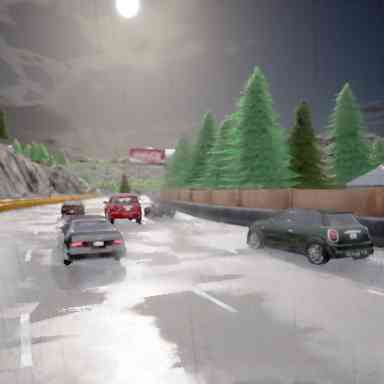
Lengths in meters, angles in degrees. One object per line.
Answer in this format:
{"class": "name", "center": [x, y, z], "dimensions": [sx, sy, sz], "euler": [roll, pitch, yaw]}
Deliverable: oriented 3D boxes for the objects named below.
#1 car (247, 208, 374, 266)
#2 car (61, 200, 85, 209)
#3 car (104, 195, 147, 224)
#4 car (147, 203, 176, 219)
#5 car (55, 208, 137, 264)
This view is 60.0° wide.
{"class": "car", "center": [3.968, 1.359, 12.049], "dimensions": [2.097, 1.767, 4.553], "euler": [0, 0, -27]}
{"class": "car", "center": [-10.788, 1.469, 30.170], "dimensions": [1.882, 1.535, 5.008], "euler": [0, 0, -18]}
{"class": "car", "center": [-5.156, 1.219, 24.414], "dimensions": [2.150, 2.045, 5.566], "euler": [0, 0, -20]}
{"class": "car", "center": [-2.912, 1.602, 28.527], "dimensions": [1.895, 1.301, 4.718], "euler": [0, 0, -19]}
{"class": "car", "center": [-3.765, 1.545, 11.911], "dimensions": [2.033, 1.411, 5.357], "euler": [0, 0, -25]}
